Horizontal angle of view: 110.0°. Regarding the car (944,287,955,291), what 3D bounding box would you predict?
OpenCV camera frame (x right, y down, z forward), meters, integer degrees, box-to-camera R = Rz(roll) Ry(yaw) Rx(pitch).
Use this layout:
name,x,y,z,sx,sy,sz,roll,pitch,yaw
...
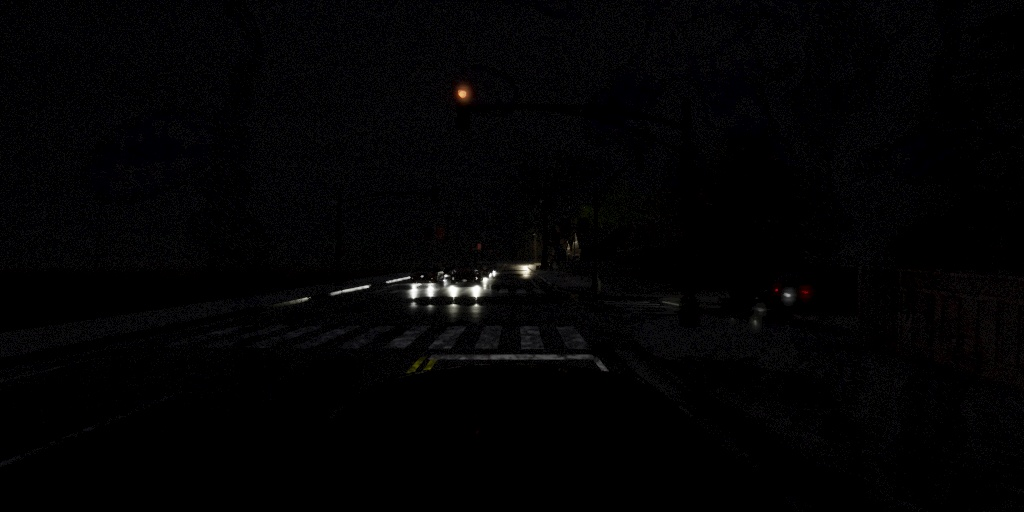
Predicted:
name,x,y,z,sx,sy,sz,roll,pitch,yaw
car,22.953,1.739,16.913,5.357,1.411,2.033,1,-2,-3

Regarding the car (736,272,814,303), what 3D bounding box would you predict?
name,x,y,z,sx,sy,sz,roll,pitch,yaw
car,13.065,1.508,16.544,5.008,1.535,1.882,1,-2,-2

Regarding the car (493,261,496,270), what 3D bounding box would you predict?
name,x,y,z,sx,sy,sz,roll,pitch,yaw
car,-3.335,1.282,44.635,1.812,1.442,4.674,0,0,0

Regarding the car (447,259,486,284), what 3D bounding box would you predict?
name,x,y,z,sx,sy,sz,roll,pitch,yaw
car,-3.305,1.109,26.847,2.097,1.767,4.553,0,0,-1

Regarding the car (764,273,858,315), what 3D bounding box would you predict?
name,x,y,z,sx,sy,sz,roll,pitch,yaw
car,12.479,1.498,13.669,4.181,1.385,1.994,1,-2,-2

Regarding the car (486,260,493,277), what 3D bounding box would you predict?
name,x,y,z,sx,sy,sz,roll,pitch,yaw
car,-3.343,1.108,35.676,2.097,1.767,4.553,0,0,0

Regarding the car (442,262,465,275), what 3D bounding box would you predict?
name,x,y,z,sx,sy,sz,roll,pitch,yaw
car,-6.593,1.356,41.122,1.895,1.301,4.718,0,0,0

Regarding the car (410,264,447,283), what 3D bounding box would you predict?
name,x,y,z,sx,sy,sz,roll,pitch,yaw
car,-6.597,1.321,28.307,1.994,1.385,4.181,0,0,0
